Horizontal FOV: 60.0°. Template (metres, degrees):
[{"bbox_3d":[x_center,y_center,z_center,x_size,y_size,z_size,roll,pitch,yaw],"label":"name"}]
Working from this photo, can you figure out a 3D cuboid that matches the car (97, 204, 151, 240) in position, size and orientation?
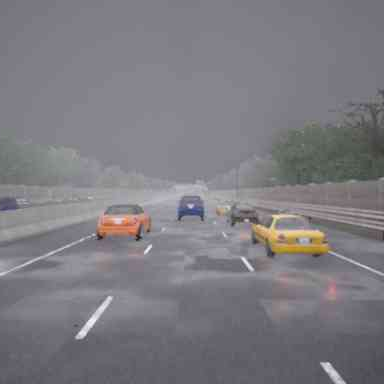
[{"bbox_3d":[-3.397,1.404,17.400,2.097,1.767,4.553,0,0,0],"label":"car"}]

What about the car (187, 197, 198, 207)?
[{"bbox_3d":[0.087,1.699,55.989,1.882,1.535,5.008,0,0,0],"label":"car"}]

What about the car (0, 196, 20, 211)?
[{"bbox_3d":[-14.096,1.294,22.926,2.150,2.045,5.566,0,0,0],"label":"car"}]

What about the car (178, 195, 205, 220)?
[{"bbox_3d":[-0.070,1.318,29.306,2.150,2.045,5.566,0,0,0],"label":"car"}]

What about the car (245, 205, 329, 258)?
[{"bbox_3d":[3.502,1.494,12.931,1.801,1.575,5.366,0,0,0],"label":"car"}]

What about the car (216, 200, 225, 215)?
[{"bbox_3d":[3.505,1.576,34.936,1.801,1.575,5.366,0,0,0],"label":"car"}]

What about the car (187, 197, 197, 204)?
[{"bbox_3d":[0.011,1.846,74.214,2.033,1.411,5.357,0,0,0],"label":"car"}]

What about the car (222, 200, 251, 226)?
[{"bbox_3d":[3.504,1.578,23.744,1.837,1.490,4.892,0,0,0],"label":"car"}]
